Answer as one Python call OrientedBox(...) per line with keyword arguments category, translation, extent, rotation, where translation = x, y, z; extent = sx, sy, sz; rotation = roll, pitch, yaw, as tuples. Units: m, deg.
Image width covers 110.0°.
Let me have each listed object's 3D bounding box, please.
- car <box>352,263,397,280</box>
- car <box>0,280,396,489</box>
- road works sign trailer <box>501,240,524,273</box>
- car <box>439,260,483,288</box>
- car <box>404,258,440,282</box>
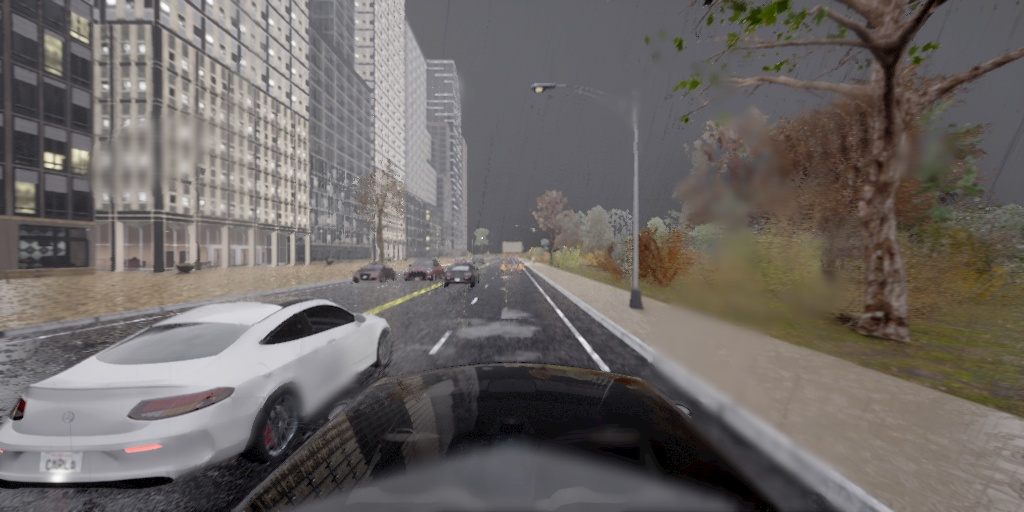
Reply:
OrientedBox(category="car", translation=(-9.818, 1.206, 25.924), extent=(1.994, 1.385, 4.181), rotation=(0, 0, 0))
OrientedBox(category="car", translation=(-3.146, 1.263, 4.806), extent=(1.812, 1.442, 4.674), rotation=(0, 0, 0))
OrientedBox(category="road works sign trailer", translation=(0.028, 0.038, 40.606), extent=(2.380, 3.560, 2.880), rotation=(0, 0, 0))
OrientedBox(category="car", translation=(-3.134, 1.179, 22.924), extent=(1.812, 1.442, 4.674), rotation=(0, 0, 0))
OrientedBox(category="car", translation=(-6.566, 0.988, 27.029), extent=(2.097, 1.767, 4.553), rotation=(0, 0, 0))
